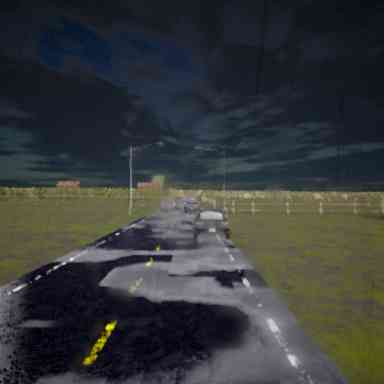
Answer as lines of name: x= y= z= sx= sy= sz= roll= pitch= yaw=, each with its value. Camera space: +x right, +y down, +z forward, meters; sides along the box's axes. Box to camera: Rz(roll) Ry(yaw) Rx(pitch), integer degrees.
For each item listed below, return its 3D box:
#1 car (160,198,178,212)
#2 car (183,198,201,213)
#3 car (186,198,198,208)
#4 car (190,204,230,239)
car: x=-2.860 y=1.552 z=42.369 sx=2.097 sy=1.767 sz=4.553 roll=0 pitch=0 yaw=0
car: x=0.011 y=1.679 z=39.763 sx=2.128 sy=1.511 sz=4.902 roll=0 pitch=0 yaw=0
car: x=-0.029 y=1.724 z=52.729 sx=1.882 sy=1.535 sz=5.008 roll=0 pitch=0 yaw=0
car: x=0.953 y=1.613 z=17.680 sx=1.812 sy=1.442 sz=4.674 roll=0 pitch=0 yaw=0
